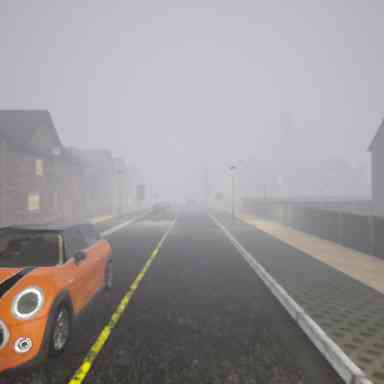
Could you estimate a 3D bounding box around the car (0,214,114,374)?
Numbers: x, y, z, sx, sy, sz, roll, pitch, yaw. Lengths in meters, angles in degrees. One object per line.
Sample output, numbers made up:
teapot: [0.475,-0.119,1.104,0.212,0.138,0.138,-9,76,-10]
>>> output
car: [-2.850,1.372,5.966,2.097,1.767,4.553,0,0,-1]

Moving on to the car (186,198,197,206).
car: [-0.113,1.831,62.470,1.895,1.301,4.718,0,0,0]

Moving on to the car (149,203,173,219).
car: [-2.820,1.711,30.914,1.895,1.301,4.718,0,0,0]

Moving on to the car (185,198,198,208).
car: [-0.095,1.715,52.305,1.812,1.442,4.674,0,0,0]
